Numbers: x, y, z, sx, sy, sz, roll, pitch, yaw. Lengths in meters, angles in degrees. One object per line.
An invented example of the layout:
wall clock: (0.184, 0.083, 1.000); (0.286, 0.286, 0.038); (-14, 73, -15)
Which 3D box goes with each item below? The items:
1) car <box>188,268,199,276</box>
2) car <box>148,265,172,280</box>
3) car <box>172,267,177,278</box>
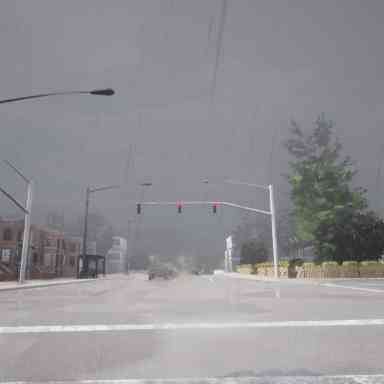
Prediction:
car: (0.322, 14.644, 61.313); (2.033, 1.411, 5.357); (-1, -13, 0)
car: (-3.490, 8.613, 35.594); (1.837, 1.490, 4.892); (-1, -13, 0)
car: (-3.439, 11.052, 45.555); (1.895, 1.301, 4.718); (-1, -13, 0)
